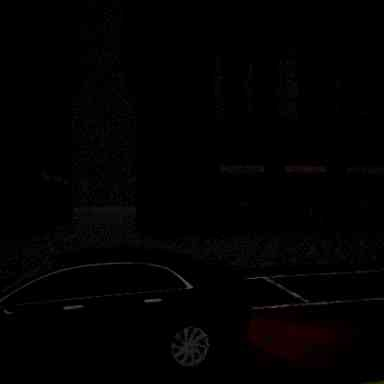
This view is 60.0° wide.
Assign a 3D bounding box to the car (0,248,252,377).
[{"bbox_3d":[-1.566,1.647,4.942,4.892,1.490,1.837,0,-1,-11],"label":"car"}]
